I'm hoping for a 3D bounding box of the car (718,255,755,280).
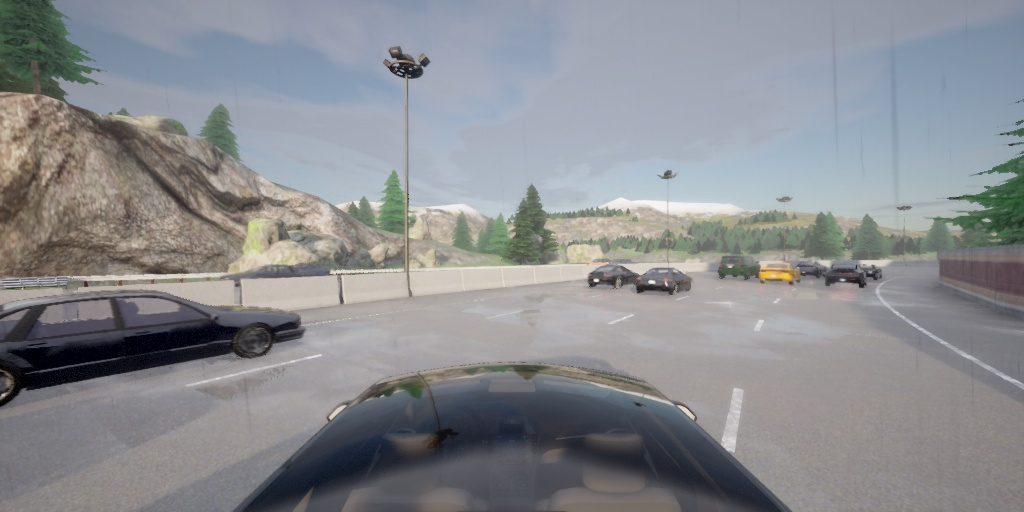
[{"bbox_3d":[19.946,0.971,31.289,5.566,2.045,2.150,0,0,-42],"label":"car"}]

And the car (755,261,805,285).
[{"bbox_3d":[19.747,1.227,26.340,5.008,1.535,1.882,0,0,-44],"label":"car"}]

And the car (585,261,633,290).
[{"bbox_3d":[6.499,1.275,22.852,1.812,1.442,4.674,0,0,41],"label":"car"}]

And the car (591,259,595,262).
[{"bbox_3d":[11.603,1.099,47.476,4.553,1.767,2.097,0,0,-40],"label":"car"}]

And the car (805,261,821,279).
[{"bbox_3d":[27.685,1.241,33.218,4.902,1.511,2.128,0,0,-39],"label":"car"}]

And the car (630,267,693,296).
[{"bbox_3d":[8.471,1.313,19.803,1.994,1.385,4.181,0,0,41],"label":"car"}]

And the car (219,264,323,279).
[{"bbox_3d":[-15.830,1.297,23.570,2.033,1.411,5.357,0,0,37],"label":"car"}]

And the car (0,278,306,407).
[{"bbox_3d":[-6.640,1.297,6.068,2.033,1.411,5.357,0,0,34],"label":"car"}]

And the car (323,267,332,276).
[{"bbox_3d":[-16.582,1.313,28.269,1.994,1.385,4.181,0,0,38],"label":"car"}]

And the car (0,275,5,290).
[{"bbox_3d":[-20.269,0.971,10.913,2.150,2.045,5.566,0,0,32],"label":"car"}]

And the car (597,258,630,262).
[{"bbox_3d":[13.073,1.100,44.138,4.553,1.767,2.097,0,0,-40],"label":"car"}]

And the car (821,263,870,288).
[{"bbox_3d":[22.475,1.254,24.105,4.892,1.490,1.837,0,0,-43],"label":"car"}]

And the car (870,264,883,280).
[{"bbox_3d":[30.413,1.350,30.941,4.718,1.301,1.895,0,0,-39],"label":"car"}]
